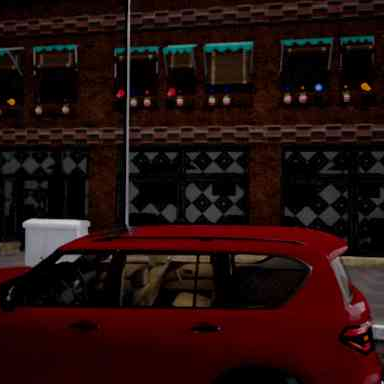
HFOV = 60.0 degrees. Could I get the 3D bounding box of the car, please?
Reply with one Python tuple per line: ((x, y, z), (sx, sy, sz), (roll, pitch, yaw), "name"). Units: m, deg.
((-0.669, 1.315, 3.750), (5.009, 1.841, 2.192), (0, 1, 8), "car")
